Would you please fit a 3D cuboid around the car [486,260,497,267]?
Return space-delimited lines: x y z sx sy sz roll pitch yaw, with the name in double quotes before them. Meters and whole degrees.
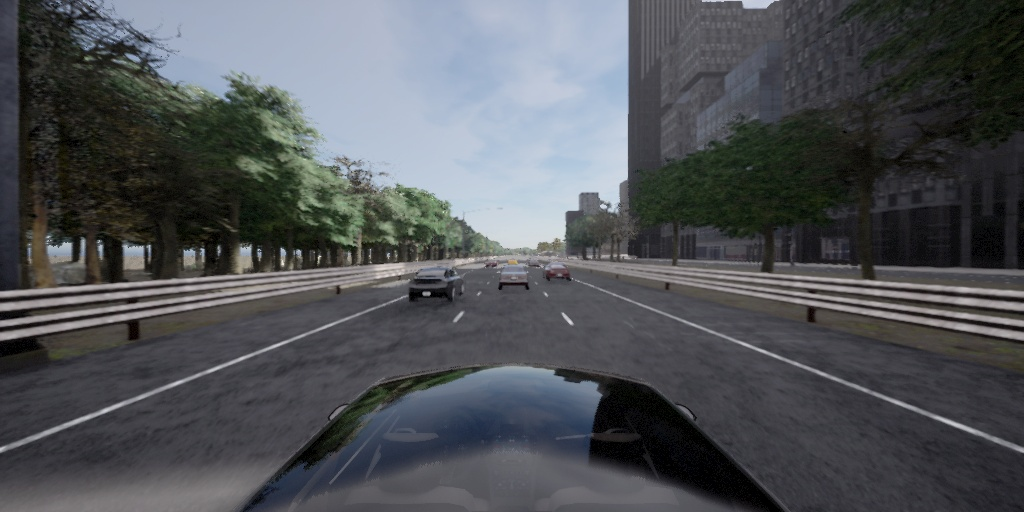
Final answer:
"car" -3.367 1.275 61.339 1.895 1.301 4.718 0 0 0

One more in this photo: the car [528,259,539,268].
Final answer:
"car" 3.636 1.221 60.948 2.033 1.411 5.357 0 0 0

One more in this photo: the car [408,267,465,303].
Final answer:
"car" -3.393 1.251 16.692 1.837 1.490 4.892 0 0 0

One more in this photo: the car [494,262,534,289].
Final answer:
"car" 0.108 1.286 22.863 2.033 1.411 5.357 0 0 0

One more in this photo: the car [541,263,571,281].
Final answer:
"car" 3.614 1.254 29.435 1.812 1.442 4.674 0 0 0
